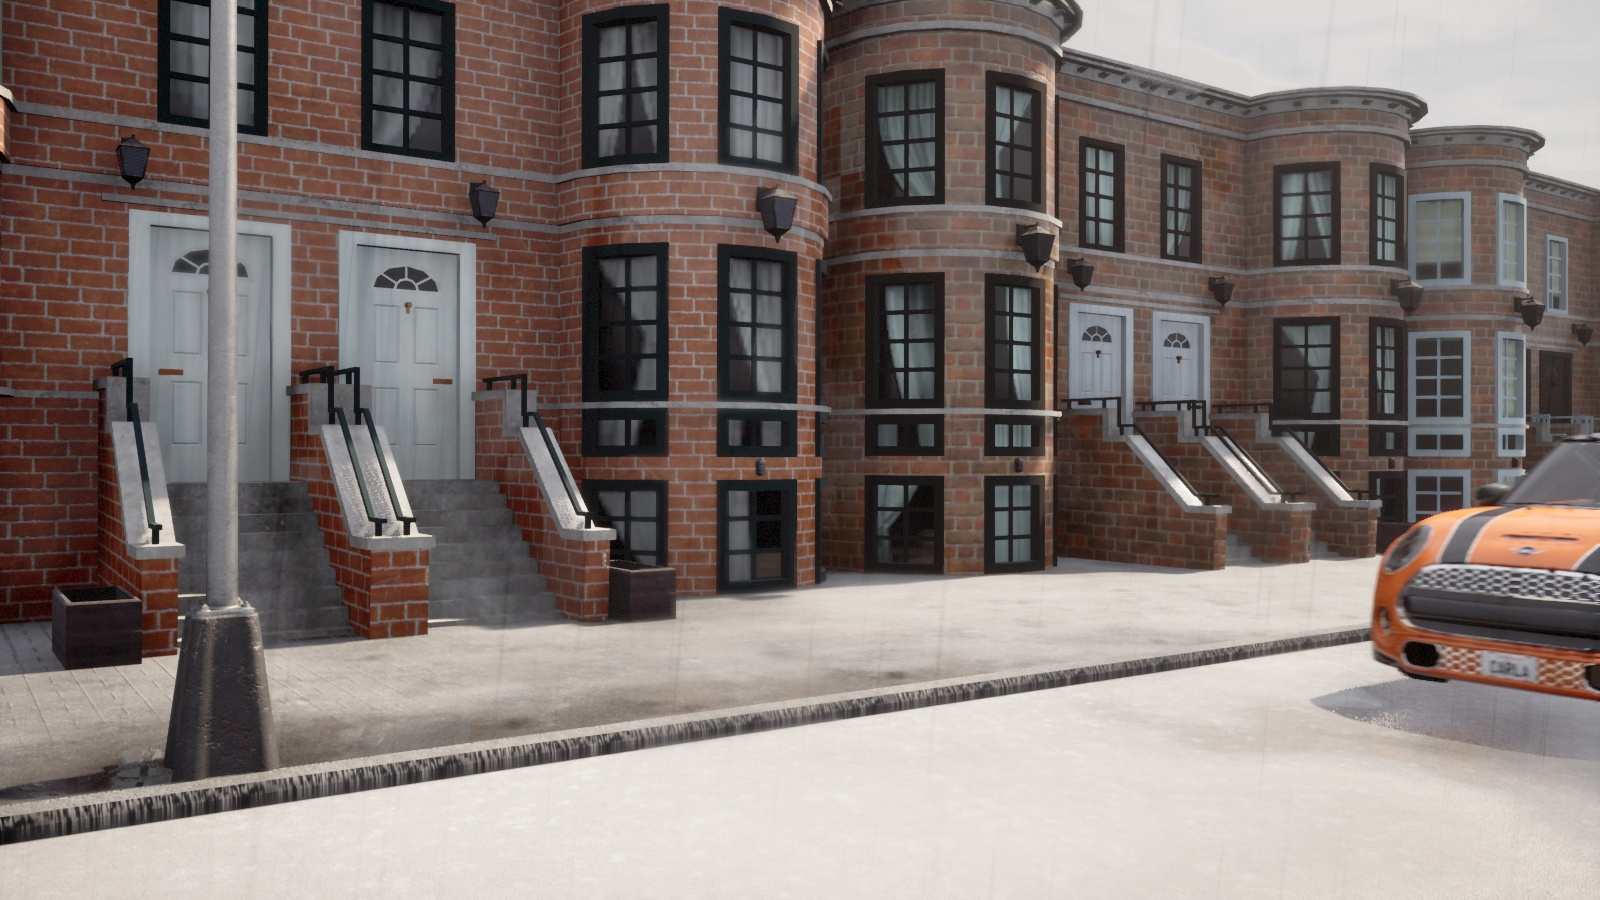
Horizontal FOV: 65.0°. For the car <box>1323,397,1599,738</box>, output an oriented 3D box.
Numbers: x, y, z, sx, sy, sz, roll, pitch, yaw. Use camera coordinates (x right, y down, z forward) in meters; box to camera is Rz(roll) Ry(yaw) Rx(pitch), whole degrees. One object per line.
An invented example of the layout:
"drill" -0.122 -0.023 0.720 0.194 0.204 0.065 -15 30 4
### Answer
"car" 5.724 0.611 8.254 4.553 1.767 2.097 0 0 -35
